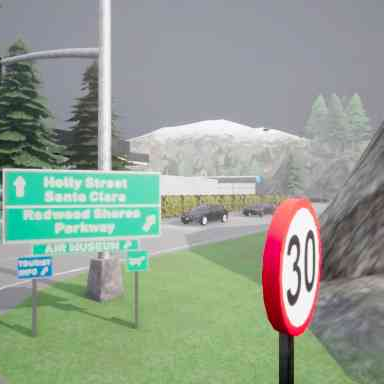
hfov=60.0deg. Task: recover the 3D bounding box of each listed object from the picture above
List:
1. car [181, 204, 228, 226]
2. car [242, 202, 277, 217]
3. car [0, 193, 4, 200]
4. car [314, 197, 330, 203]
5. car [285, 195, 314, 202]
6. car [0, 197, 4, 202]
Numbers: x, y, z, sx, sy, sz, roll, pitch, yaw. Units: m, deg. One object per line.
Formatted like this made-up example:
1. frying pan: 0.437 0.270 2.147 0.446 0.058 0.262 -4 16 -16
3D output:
1. car: 1.066 1.696 25.929 1.837 1.490 4.892 0 0 36
2. car: 7.121 1.739 34.250 2.033 1.411 5.357 0 0 36
3. car: -38.569 1.489 69.983 4.514 1.523 2.007 0 0 35
4. car: 28.281 1.787 74.896 1.895 1.301 4.718 0 0 -42
5. car: 13.415 1.413 42.823 2.150 2.045 5.566 0 0 36
6. car: -12.360 1.505 26.044 1.905 1.878 3.866 0 0 35
